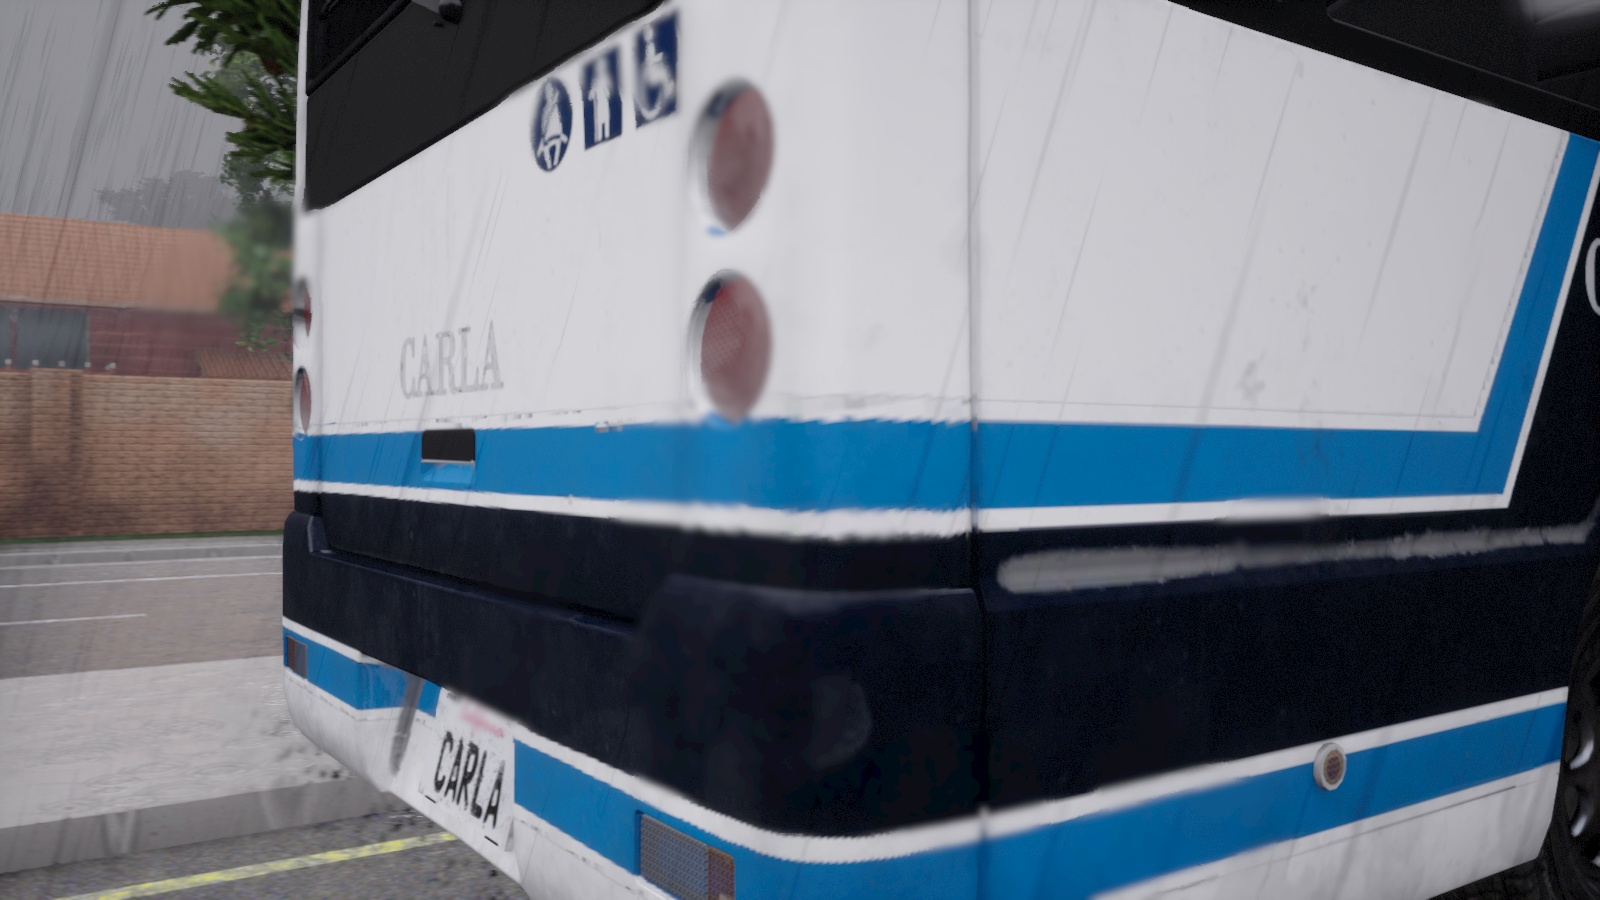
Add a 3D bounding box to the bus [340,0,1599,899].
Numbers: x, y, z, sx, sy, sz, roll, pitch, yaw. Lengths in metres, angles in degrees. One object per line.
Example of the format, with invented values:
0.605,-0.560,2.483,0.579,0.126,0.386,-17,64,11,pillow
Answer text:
3.569,-0.622,6.163,10.273,4.253,3.944,0,0,-35,bus
